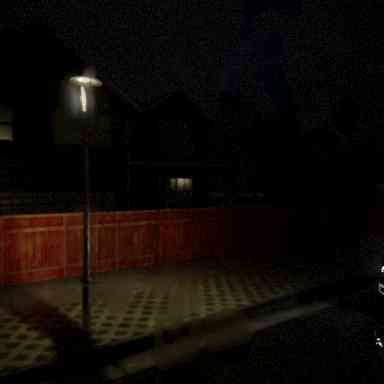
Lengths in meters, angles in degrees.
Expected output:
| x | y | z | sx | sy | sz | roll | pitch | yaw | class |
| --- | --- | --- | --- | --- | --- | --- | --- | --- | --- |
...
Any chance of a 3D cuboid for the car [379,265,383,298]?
| x | y | z | sx | sy | sz | roll | pitch | yaw | class |
| --- | --- | --- | --- | --- | --- | --- | --- | --- | --- |
| 5.871 | 1.474 | 6.995 | 4.892 | 1.490 | 1.837 | 0 | 0 | -34 | car |
